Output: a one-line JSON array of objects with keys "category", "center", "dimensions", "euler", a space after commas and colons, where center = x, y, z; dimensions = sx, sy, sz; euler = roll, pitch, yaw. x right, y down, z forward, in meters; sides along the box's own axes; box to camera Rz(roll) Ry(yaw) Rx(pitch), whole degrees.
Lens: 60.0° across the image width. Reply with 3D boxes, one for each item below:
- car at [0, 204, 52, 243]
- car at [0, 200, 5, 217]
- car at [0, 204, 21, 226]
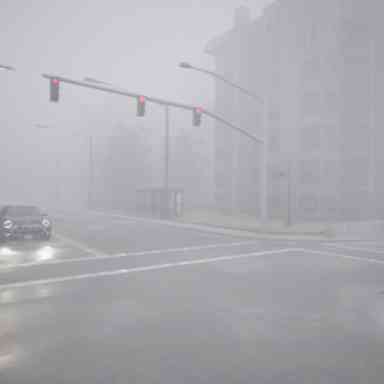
[{"category": "car", "center": [-8.582, 1.446, 16.758], "dimensions": [2.097, 1.767, 4.553], "euler": [1, -1, -35]}, {"category": "car", "center": [-20.154, 1.634, 33.498], "dimensions": [1.837, 1.490, 4.892], "euler": [1, -1, -34]}, {"category": "car", "center": [-14.255, 1.675, 24.936], "dimensions": [1.994, 1.385, 4.181], "euler": [1, -1, -35]}]
